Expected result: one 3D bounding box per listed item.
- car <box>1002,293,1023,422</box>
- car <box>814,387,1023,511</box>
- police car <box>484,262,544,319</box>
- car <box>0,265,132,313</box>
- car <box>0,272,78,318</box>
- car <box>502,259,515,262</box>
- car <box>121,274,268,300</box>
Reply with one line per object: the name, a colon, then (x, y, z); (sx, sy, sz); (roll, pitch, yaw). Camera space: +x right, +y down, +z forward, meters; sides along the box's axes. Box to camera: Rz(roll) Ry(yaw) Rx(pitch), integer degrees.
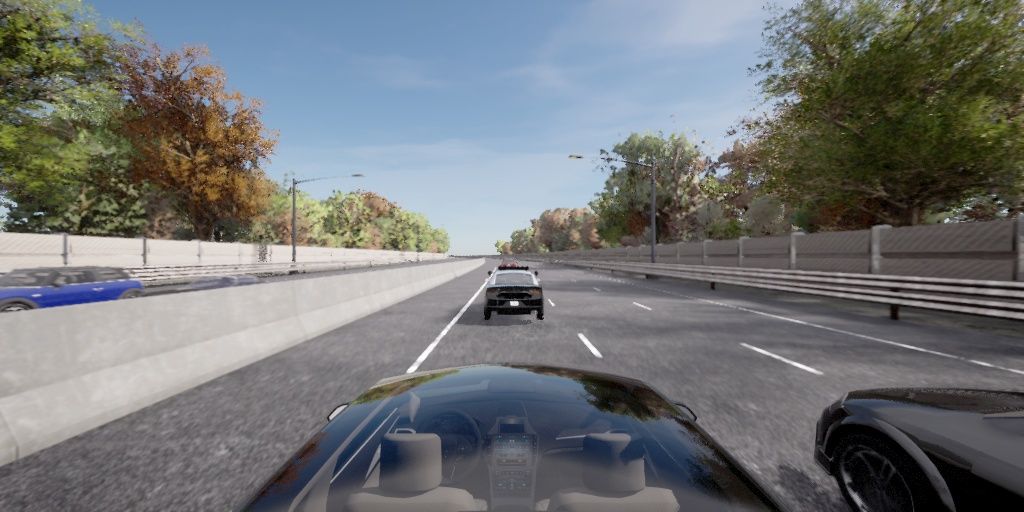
car: (7.092, 1.226, 1.997); (1.882, 1.535, 5.008); (0, 0, 0)
car: (3.591, 1.313, 1.334); (1.994, 1.385, 4.181); (0, 0, 0)
police car: (0.048, 1.179, 13.018); (1.930, 1.638, 5.238); (0, 0, 0)
car: (-14.102, 1.106, 10.823); (2.097, 1.767, 4.553); (0, 0, 0)
car: (-17.601, 1.303, 11.030); (2.033, 1.411, 5.357); (0, 0, 0)
car: (-0.413, 1.117, 42.989); (2.097, 1.767, 4.553); (0, 0, -1)
car: (-10.599, 1.356, 13.029); (1.895, 1.301, 4.718); (0, 0, 0)
